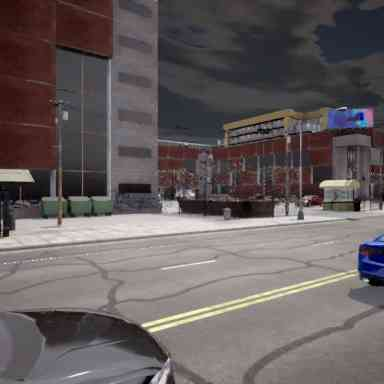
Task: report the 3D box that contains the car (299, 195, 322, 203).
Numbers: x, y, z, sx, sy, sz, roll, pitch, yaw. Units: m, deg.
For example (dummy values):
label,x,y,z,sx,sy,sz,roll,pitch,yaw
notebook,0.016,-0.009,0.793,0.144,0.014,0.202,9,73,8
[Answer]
label,x,y,z,sx,sy,sz,roll,pitch,yaw
car,23.565,1.420,66.224,4.674,1.452,2.002,0,0,-36

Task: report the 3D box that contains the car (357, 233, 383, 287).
label,x,y,z,sx,sy,sz,roll,pitch,yaw
car,6.057,1.478,8.134,5.008,1.535,1.882,0,0,-35

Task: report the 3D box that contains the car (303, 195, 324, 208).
label,x,y,z,sx,sy,sz,roll,pitch,yaw
car,16.677,1.254,47.155,4.553,1.767,2.185,0,0,-36

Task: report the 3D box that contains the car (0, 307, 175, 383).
label,x,y,z,sx,sy,sz,roll,pitch,yaw
car,-2.363,1.491,2.061,4.902,1.511,2.128,0,0,-36
